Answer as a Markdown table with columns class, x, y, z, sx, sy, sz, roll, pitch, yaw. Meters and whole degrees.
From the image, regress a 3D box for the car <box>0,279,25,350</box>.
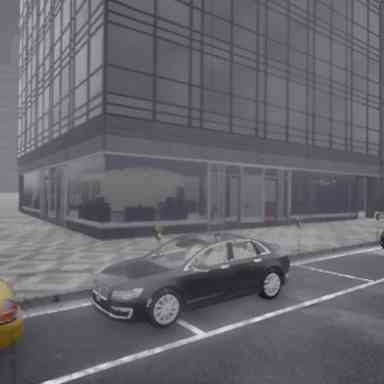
| class | x | y | z | sx | sy | sz | roll | pitch | yaw |
| --- | --- | --- | --- | --- | --- | --- | --- | --- | --- |
| car | -4.517 | 1.519 | 3.534 | 4.829 | 1.417 | 1.752 | 0 | 0 | -35 |

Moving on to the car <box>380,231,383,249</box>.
| class | x | y | z | sx | sy | sz | roll | pitch | yaw |
| --- | --- | --- | --- | --- | --- | --- | --- | --- | --- |
| car | 9.363 | 1.619 | 13.422 | 4.313 | 1.339 | 1.947 | 0 | 0 | -35 |

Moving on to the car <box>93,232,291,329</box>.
| class | x | y | z | sx | sy | sz | roll | pitch | yaw |
| --- | --- | --- | --- | --- | --- | --- | --- | --- | --- |
| car | 0.202 | 1.565 | 6.896 | 4.403 | 1.369 | 2.008 | 0 | 0 | -35 |
